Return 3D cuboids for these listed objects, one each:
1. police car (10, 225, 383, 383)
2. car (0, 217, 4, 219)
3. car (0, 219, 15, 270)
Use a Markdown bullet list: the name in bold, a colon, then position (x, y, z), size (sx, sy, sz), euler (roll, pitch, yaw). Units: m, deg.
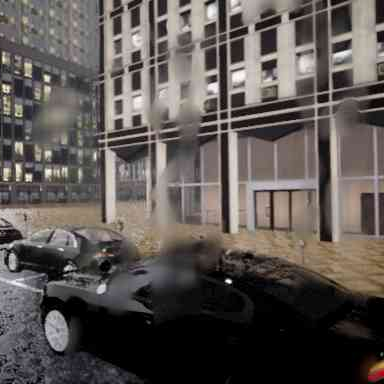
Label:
- **police car**: position (-0.102, 1.431, 4.434), size (5.238, 1.638, 1.930), euler (0, 0, 36)
- **car**: position (-7.968, 1.556, 12.282), size (4.403, 1.369, 2.008), euler (0, -1, 36)
- **car**: position (-3.335, 1.558, 8.966), size (4.403, 1.369, 2.008), euler (0, -1, 36)
